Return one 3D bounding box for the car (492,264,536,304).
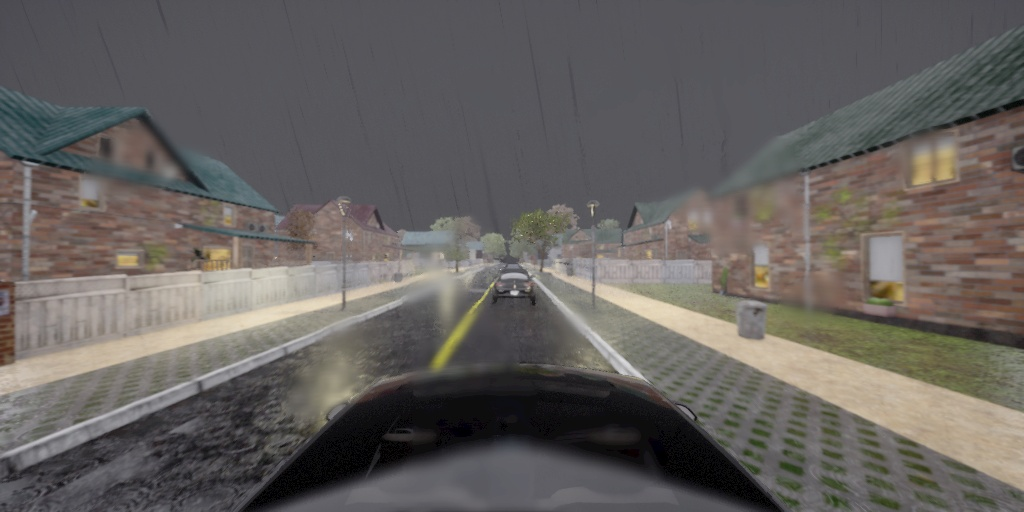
[{"bbox_3d":[0.085,1.285,16.400,1.812,1.442,4.674,0,0,0],"label":"car"}]
